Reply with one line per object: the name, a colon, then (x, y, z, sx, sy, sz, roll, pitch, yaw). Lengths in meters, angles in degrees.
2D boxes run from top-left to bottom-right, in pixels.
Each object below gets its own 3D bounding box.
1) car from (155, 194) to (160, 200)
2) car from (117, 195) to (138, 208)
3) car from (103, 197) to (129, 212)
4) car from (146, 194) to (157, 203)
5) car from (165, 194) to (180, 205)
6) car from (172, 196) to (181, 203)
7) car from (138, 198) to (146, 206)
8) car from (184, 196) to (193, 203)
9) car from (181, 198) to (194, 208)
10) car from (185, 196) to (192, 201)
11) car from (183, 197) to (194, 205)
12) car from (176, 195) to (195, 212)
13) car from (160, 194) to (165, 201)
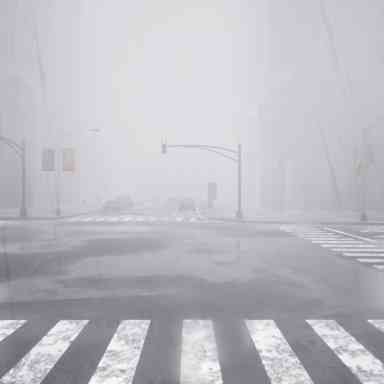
car: (-9.295, 1.417, 76.930, 2.192, 1.841, 5.009, 0, 0, 0)
car: (-9.120, 1.335, 44.374, 2.192, 1.841, 5.009, 0, 0, 0)
car: (-9.090, 1.574, 38.948, 1.947, 1.339, 4.313, 0, 0, 0)
car: (-9.265, 1.668, 71.504, 1.802, 1.307, 4.206, 0, 0, 0)
car: (-3.336, 1.558, 59.849, 1.837, 1.490, 4.892, 0, -1, 0)
car: (-3.522, 1.651, 75.843, 1.994, 1.385, 4.181, 0, 0, 0)
car: (-9.176, 1.570, 55.056, 1.752, 1.417, 4.829, 0, 0, 0)
car: (-0.741, 1.612, 71.710, 1.752, 1.417, 4.829, 0, 0, 0)
car: (-0.623, 1.614, 49.840, 1.802, 1.307, 4.206, 0, 0, 0)
car: (-0.857, 1.695, 93.240, 1.887, 1.381, 4.507, 0, 0, 0)
car: (-0.682, 1.603, 60.690, 1.887, 1.381, 4.507, 0, 0, 0)
car: (-0.566, 1.448, 38.991, 1.967, 1.590, 4.097, 0, 0, 0)
car: (-9.381, 1.695, 93.207, 1.887, 1.381, 4.507, 0, 0, 0)
